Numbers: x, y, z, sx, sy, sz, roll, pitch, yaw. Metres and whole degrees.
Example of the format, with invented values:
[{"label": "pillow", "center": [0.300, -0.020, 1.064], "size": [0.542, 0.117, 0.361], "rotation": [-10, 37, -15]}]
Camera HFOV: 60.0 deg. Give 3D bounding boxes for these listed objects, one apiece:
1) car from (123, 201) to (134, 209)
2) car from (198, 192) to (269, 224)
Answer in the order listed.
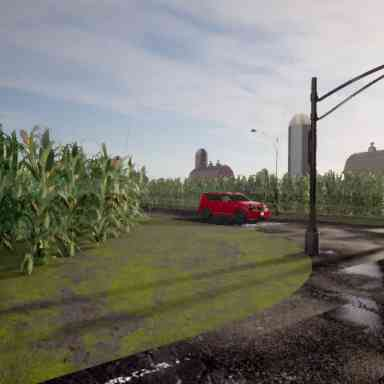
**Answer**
[{"label": "car", "center": [-8.456, 1.280, 38.154], "size": [1.895, 1.301, 4.718], "rotation": [2, 0, -38]}, {"label": "car", "center": [2.813, 1.047, 23.773], "size": [2.150, 2.045, 5.566], "rotation": [1, 0, -40]}]
